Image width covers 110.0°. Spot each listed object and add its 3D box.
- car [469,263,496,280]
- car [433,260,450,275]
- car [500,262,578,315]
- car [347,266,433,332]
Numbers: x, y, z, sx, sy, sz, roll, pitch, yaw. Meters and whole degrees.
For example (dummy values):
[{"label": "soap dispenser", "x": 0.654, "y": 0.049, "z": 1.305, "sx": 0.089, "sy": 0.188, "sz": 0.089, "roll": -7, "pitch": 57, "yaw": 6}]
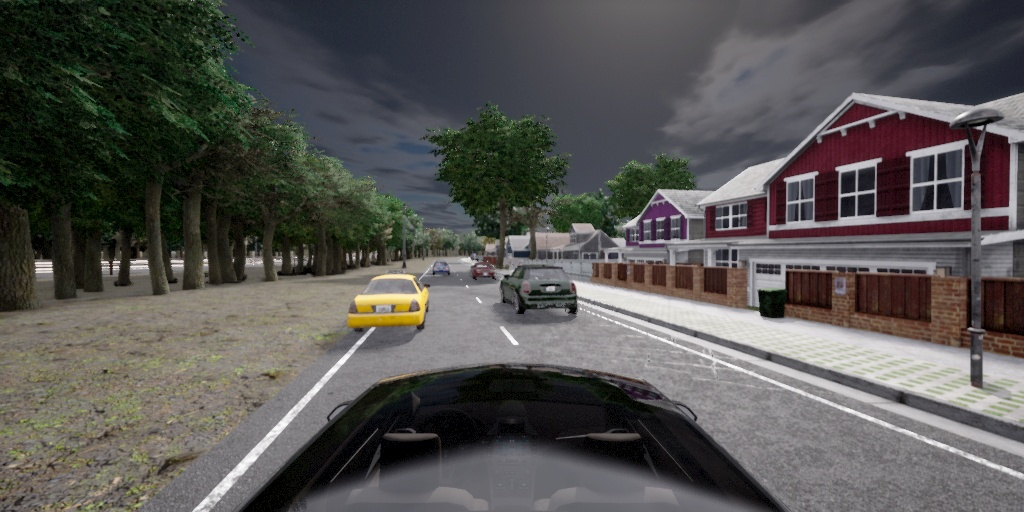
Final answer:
[{"label": "car", "x": -2.615, "y": 1.293, "z": 31.382, "sx": 1.812, "sy": 1.442, "sz": 4.674, "roll": 0, "pitch": 0, "yaw": -11}, {"label": "car", "x": -7.677, "y": 1.325, "z": 38.855, "sx": 2.033, "sy": 1.411, "sz": 5.357, "roll": 0, "pitch": 0, "yaw": -12}, {"label": "car", "x": 0.850, "y": 1.101, "z": 13.797, "sx": 2.097, "sy": 1.767, "sz": 4.553, "roll": 0, "pitch": 0, "yaw": -11}, {"label": "car", "x": -3.490, "y": 1.204, "z": 10.873, "sx": 1.801, "sy": 1.575, "sz": 5.366, "roll": 0, "pitch": 0, "yaw": -11}]
